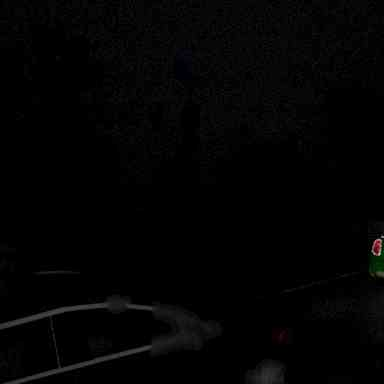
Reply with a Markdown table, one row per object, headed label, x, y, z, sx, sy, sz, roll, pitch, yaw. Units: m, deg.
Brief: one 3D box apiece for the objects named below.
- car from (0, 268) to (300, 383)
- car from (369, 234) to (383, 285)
| label | x | y | z | sx | sy | sz | roll | pitch | yaw |
| --- | --- | --- | --- | --- | --- | --- | --- | --- | --- |
| car | -1.053 | 1.492 | 2.975 | 4.902 | 1.511 | 2.128 | 0 | 0 | -36 |
| car | 6.454 | 1.351 | 8.301 | 4.553 | 1.767 | 2.097 | 0 | 0 | -35 |
